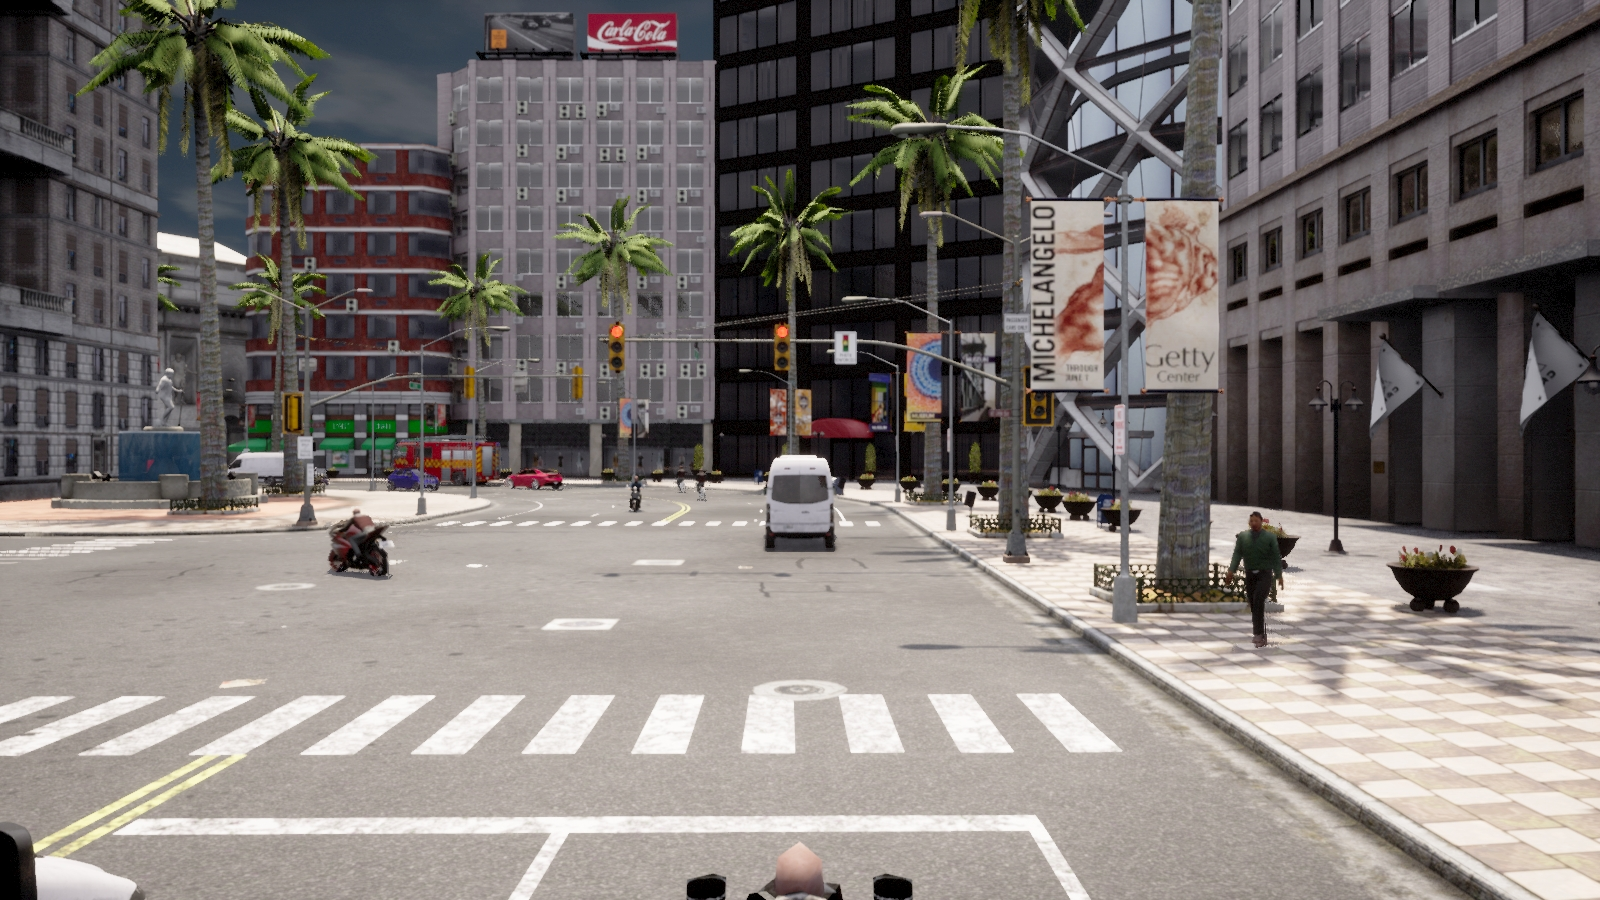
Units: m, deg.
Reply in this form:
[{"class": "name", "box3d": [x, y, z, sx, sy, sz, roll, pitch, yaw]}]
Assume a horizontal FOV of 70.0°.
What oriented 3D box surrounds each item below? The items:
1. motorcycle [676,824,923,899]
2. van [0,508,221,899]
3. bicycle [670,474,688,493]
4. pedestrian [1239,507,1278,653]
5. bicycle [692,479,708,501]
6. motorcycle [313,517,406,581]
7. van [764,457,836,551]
[{"class": "motorcycle", "box3d": [-0.001, 2.203, 3.717, 0.867, 1.251, 2.209, 0, 0, 0]}, {"class": "van", "box3d": [-3.507, 1.533, 1.998, 1.988, 2.561, 5.915, 0, 0, 0]}, {"class": "bicycle", "box3d": [-7.784, 2.181, 73.643, 0.329, 1.171, 1.835, 0, 0, -33]}, {"class": "pedestrian", "box3d": [6.029, 1.690, 15.025, 0.375, 1.860, 0.375, 0, 0, 41]}, {"class": "bicycle", "box3d": [-5.515, 2.185, 62.839, 0.329, 1.171, 1.835, 0, 0, -23]}, {"class": "motorcycle", "box3d": [-9.878, 2.194, 25.583, 2.209, 1.251, 0.867, 0, 1, 37]}, {"class": "van", "box3d": [-0.003, 1.520, 34.785, 1.988, 2.561, 5.915, 0, 0, 0]}]
